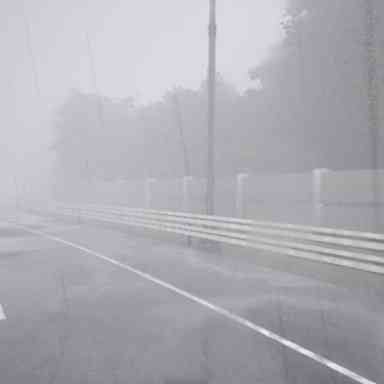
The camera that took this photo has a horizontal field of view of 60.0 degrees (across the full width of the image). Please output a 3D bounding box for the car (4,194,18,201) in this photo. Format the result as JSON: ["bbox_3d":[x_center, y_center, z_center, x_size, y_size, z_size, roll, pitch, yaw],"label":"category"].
[{"bbox_3d":[-45.087,1.498,82.219,1.882,1.535,5.008,1,-2,-19],"label":"car"}]
